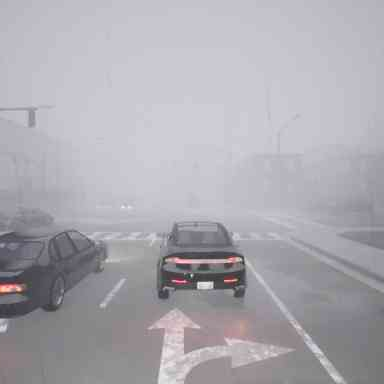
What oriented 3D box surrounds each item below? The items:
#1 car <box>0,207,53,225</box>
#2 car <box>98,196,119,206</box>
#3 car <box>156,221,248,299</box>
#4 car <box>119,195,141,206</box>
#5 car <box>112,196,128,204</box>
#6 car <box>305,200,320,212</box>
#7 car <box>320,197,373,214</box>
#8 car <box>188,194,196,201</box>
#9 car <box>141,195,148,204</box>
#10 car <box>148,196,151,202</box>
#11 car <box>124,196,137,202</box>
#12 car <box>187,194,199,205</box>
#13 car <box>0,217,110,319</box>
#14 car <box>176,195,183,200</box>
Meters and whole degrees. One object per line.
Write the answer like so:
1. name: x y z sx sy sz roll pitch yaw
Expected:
1. car: -9.926 1.564 19.299 1.994 1.385 4.181 0 0 10
2. car: -14.069 1.600 55.253 1.895 1.301 4.718 0 0 0
3. car: 0.116 1.491 8.488 2.128 1.511 4.902 0 0 -3
4. car: -10.567 1.491 56.059 2.128 1.511 4.902 0 0 0
5. car: -14.018 1.547 64.938 2.033 1.411 5.357 0 0 1
6. car: 15.718 1.491 38.745 4.902 1.511 2.128 0 0 0
7. car: 16.546 1.352 35.245 4.553 1.767 2.097 0 0 0
8. car: 0.013 1.355 86.113 2.097 1.767 4.553 0 0 0
9. car: -10.524 1.351 65.035 2.097 1.767 4.553 0 0 0
10. car: -10.489 1.525 75.222 2.128 1.511 4.902 0 0 0
11. car: -13.988 1.539 75.558 2.033 1.411 5.357 0 0 0
12. car: 0.099 1.504 59.396 1.837 1.490 4.892 0 0 0
13. car: -3.430 1.547 7.684 2.033 1.411 5.357 0 0 0
14. car: -3.486 1.523 92.909 1.812 1.442 4.674 0 0 0
